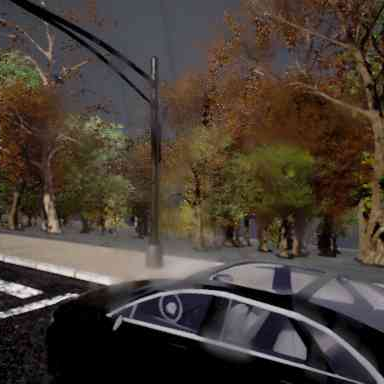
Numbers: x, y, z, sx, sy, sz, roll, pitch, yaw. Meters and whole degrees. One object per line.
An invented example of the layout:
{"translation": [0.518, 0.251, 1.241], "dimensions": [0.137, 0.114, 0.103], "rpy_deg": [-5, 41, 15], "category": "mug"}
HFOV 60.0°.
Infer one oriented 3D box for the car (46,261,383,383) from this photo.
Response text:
{"translation": [0.432, 1.505, 3.372], "dimensions": [4.902, 1.511, 2.128], "rpy_deg": [-1, 0, 37], "category": "car"}
